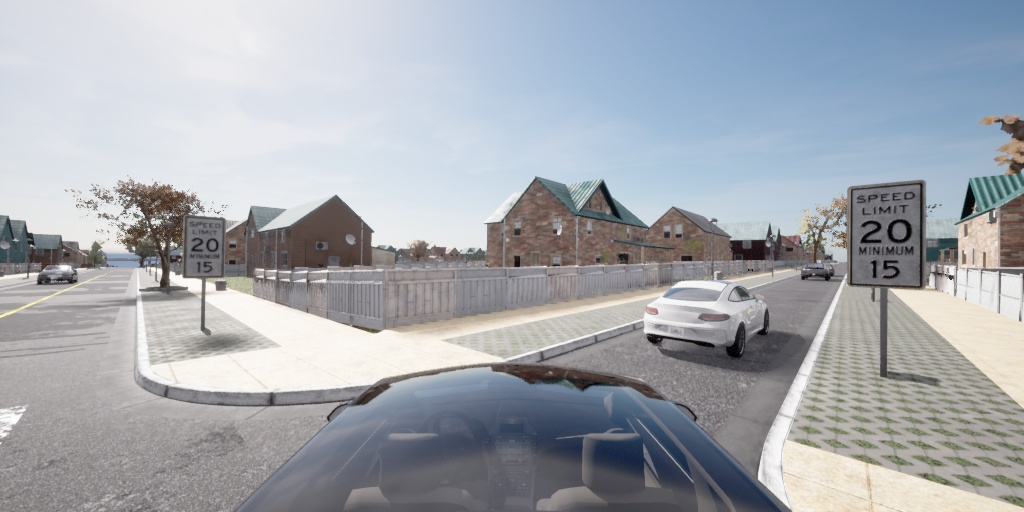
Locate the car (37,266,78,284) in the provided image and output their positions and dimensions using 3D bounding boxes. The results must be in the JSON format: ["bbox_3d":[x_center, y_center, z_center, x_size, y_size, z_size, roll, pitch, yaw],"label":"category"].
[{"bbox_3d":[-38.665,1.565,30.607,4.902,1.511,2.128,-1,-2,44],"label":"car"}]

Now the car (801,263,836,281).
[{"bbox_3d":[27.212,1.370,32.061,2.128,1.511,4.902,0,0,44],"label":"car"}]

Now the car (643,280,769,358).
[{"bbox_3d":[4.776,1.293,8.632,1.812,1.442,4.674,0,0,44],"label":"car"}]
